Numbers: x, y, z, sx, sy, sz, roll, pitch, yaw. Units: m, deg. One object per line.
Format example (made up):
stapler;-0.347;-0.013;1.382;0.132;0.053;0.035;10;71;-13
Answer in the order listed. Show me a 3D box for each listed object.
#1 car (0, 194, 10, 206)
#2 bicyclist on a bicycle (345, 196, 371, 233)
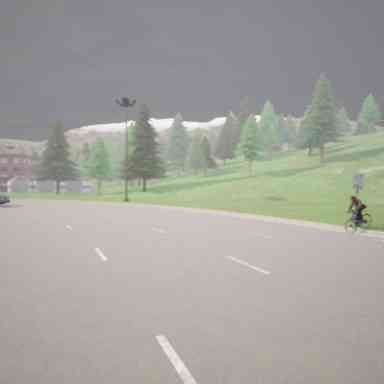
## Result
car;-21.012;0.692;33.955;5.357;1.411;2.033;1;1;25
bicyclist on a bicycle;7.421;0.965;14.937;1.656;1.620;0.582;-11;6;-24
